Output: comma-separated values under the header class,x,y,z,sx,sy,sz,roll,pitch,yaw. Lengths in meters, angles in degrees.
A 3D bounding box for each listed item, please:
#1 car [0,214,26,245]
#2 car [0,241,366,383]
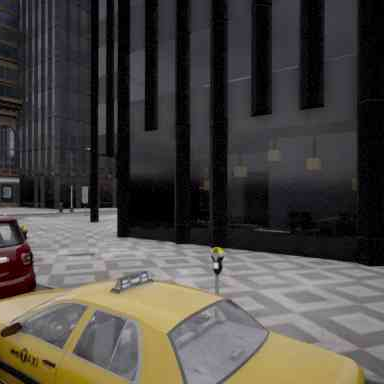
class,x,y,z,sx,sy,sz,roll,pitch,yaw
car,-5.109,1.313,6.560,5.009,1.841,2.192,0,0,35
car,-0.814,1.525,3.531,4.829,1.417,1.752,0,0,35
